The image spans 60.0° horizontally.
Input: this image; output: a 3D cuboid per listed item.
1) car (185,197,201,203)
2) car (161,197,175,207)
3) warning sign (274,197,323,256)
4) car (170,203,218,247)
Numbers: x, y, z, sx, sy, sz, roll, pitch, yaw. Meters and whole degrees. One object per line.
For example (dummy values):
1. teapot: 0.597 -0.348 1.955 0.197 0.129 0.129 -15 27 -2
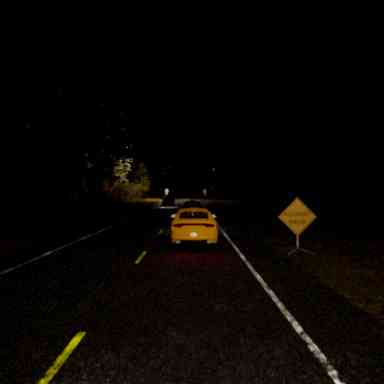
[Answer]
1. car: 0.062 1.489 28.954 1.837 1.490 4.892 0 1 0
2. car: -3.593 1.510 51.209 2.033 1.411 5.357 0 0 0
3. warning sign: 3.542 1.109 11.205 1.300 1.860 1.060 0 0 0
4. car: 0.073 1.469 14.917 1.882 1.535 5.008 0 -1 0
